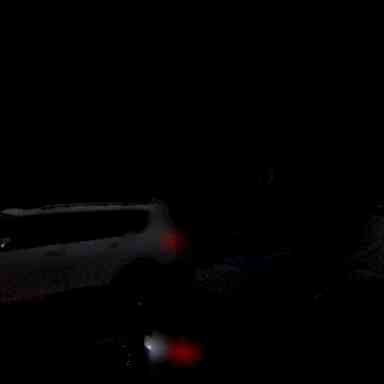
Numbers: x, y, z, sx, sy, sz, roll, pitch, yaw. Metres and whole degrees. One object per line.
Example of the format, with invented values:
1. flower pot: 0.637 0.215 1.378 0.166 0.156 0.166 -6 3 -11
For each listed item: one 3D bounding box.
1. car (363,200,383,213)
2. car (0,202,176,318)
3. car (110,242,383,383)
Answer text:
1. car: 20.847 1.555 37.236 2.033 1.411 5.357 1 0 13
2. car: -2.881 1.251 6.445 5.566 2.045 2.150 0 0 -38
3. car: 1.315 1.542 5.219 4.674 1.442 1.812 0 0 -39
